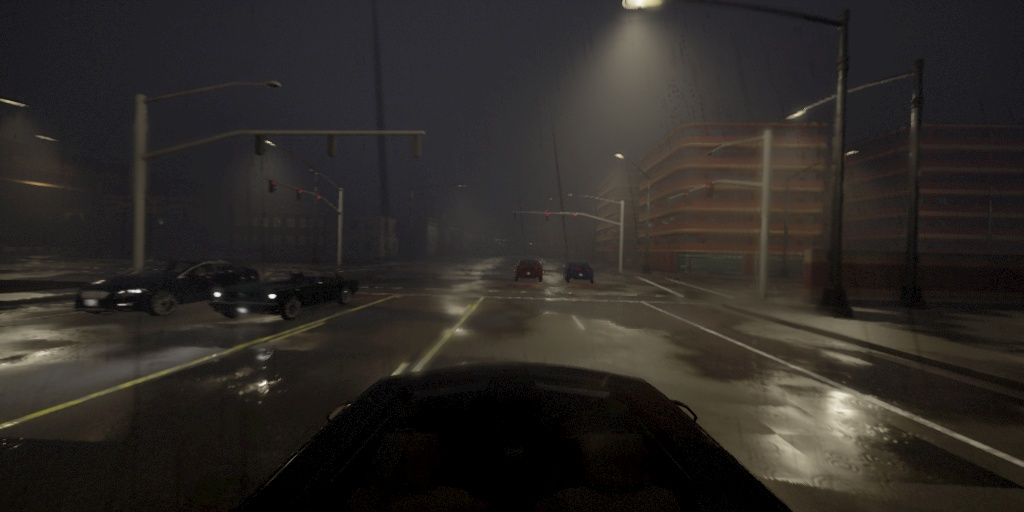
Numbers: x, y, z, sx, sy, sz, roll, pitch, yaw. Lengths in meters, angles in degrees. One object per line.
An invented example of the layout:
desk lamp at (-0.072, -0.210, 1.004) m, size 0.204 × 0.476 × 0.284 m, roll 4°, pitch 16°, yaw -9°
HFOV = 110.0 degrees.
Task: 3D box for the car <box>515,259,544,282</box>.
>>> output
car at (1.312, 0.992, 26.578) m, size 1.882 × 1.535 × 5.008 m, roll 2°, pitch 1°, yaw 5°

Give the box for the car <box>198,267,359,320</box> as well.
car at (-6.766, 1.069, 11.323) m, size 1.895 × 1.301 × 4.718 m, roll 2°, pitch 1°, yaw 2°

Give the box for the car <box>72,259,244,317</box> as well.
car at (-10.268, 0.866, 11.275) m, size 2.128 × 1.511 × 4.902 m, roll 2°, pitch 0°, yaw 2°

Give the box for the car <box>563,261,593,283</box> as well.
car at (4.808, 1.091, 26.462) m, size 1.882 × 1.535 × 5.008 m, roll 2°, pitch 1°, yaw 5°
